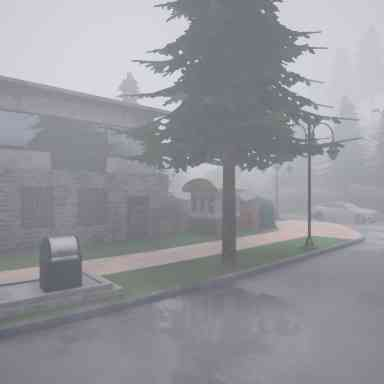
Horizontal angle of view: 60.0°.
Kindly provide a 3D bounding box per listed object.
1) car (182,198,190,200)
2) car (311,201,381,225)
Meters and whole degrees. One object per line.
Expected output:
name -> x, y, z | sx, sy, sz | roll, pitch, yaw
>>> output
car -> 0.122, 1.349, 33.410 | 4.892, 1.490, 1.837 | 0, 0, 43
car -> 10.457, 1.368, 22.991 | 1.812, 1.442, 4.674 | 0, 0, -37
